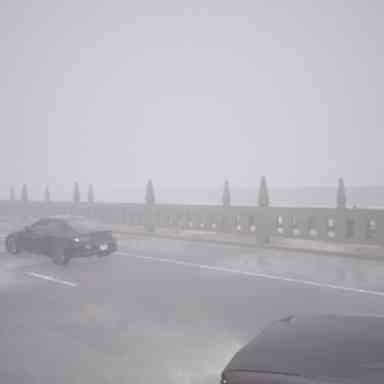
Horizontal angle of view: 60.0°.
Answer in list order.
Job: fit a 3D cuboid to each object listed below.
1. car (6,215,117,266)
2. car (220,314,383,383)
[{"bbox_3d":[-4.587,1.534,11.563,4.674,1.442,1.812,0,0,36],"label":"car"},{"bbox_3d":[2.766,1.546,2.016,5.357,1.411,2.033,0,0,36],"label":"car"}]
